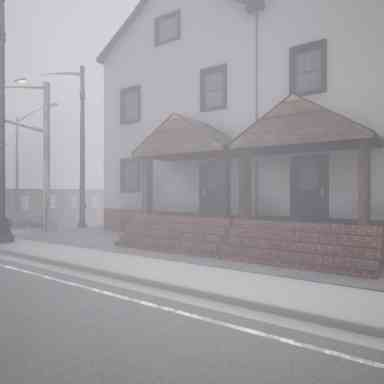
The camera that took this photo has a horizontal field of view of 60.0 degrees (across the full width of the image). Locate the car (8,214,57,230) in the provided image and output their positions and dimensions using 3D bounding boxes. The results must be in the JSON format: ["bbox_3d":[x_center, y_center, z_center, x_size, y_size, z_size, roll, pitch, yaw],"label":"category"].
[{"bbox_3d":[-14.102,2.650,29.349,1.994,1.385,4.181,0,-8,36],"label":"car"}]
